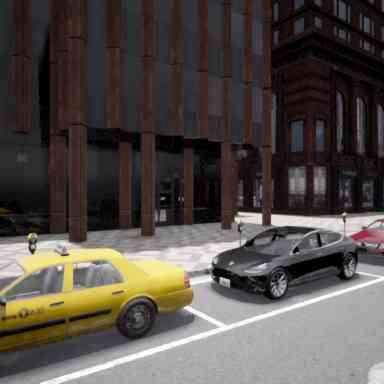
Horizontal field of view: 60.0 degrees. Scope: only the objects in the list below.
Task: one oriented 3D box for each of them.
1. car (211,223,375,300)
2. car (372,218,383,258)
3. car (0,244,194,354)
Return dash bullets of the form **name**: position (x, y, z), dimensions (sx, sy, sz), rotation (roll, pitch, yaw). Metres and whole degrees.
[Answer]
- **car**: position (2.480, 1.566, 8.401), dimensions (4.313, 1.339, 1.947), rotation (0, 0, -35)
- **car**: position (7.077, 1.583, 11.664), dimensions (4.206, 1.307, 1.802), rotation (0, 0, -35)
- **car**: position (-2.255, 1.525, 5.040), dimensions (4.829, 1.417, 1.752), rotation (0, 0, -35)
